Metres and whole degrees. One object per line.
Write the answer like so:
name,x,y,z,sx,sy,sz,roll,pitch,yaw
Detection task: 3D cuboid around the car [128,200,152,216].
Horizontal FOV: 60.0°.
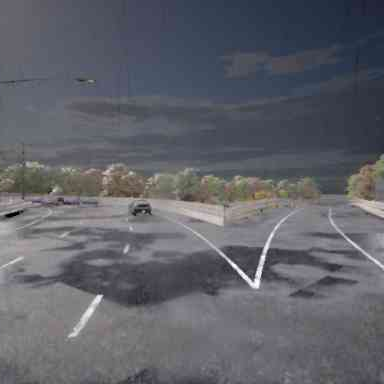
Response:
car,-5.169,1.542,32.901,1.837,1.490,4.892,0,0,-17

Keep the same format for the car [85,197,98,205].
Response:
car,-19.134,1.693,62.479,1.994,1.385,4.181,0,0,-35

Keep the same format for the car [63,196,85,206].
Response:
car,-21.645,1.694,59.951,2.033,1.411,5.357,0,0,-35

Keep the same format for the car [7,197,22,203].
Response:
car,-41.475,1.820,77.945,5.357,1.411,2.033,0,0,41

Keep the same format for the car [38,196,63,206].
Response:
car,-24.923,1.716,58.537,2.033,1.411,5.357,0,0,-35

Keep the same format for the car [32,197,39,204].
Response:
car,-30.196,1.571,65.834,1.994,1.385,4.181,0,0,-41

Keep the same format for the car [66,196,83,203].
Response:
car,-24.963,1.524,70.487,1.812,1.442,4.674,0,0,-41

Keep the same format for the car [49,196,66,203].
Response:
car,-27.713,1.519,68.321,1.837,1.490,4.892,0,0,-41
